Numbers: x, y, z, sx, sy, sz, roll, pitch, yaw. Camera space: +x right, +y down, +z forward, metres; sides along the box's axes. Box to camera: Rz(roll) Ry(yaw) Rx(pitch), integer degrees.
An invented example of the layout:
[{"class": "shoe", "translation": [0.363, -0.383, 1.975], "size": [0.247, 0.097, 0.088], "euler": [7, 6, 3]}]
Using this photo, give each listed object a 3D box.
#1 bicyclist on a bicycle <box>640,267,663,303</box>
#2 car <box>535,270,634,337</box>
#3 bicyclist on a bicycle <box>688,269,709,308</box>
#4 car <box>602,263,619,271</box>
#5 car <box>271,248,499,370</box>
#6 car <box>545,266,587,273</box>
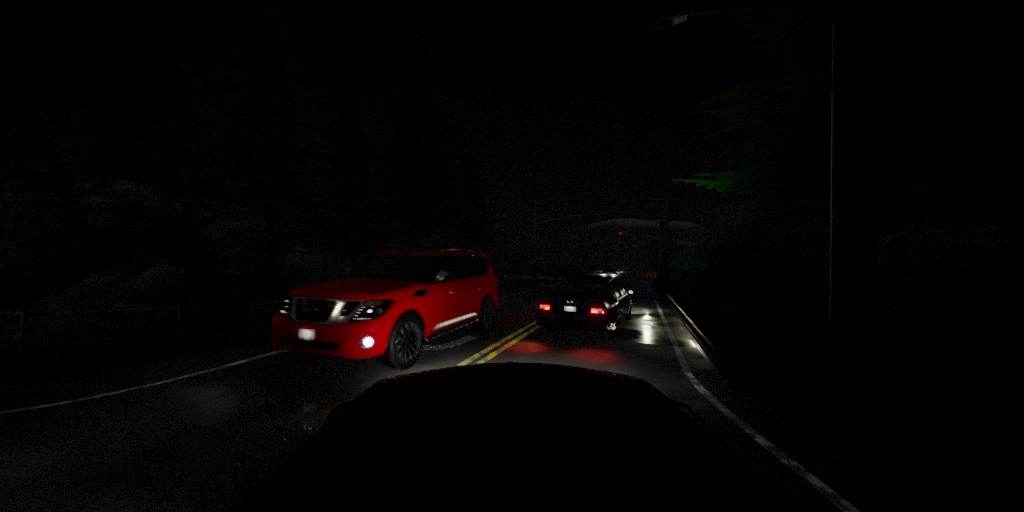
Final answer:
[{"class": "bicyclist on a bicycle", "translation": [6.444, 1.340, 16.493], "size": [1.656, 1.620, 0.582], "euler": [1, -1, -31]}, {"class": "car", "translation": [2.313, 1.276, 10.290], "size": [2.033, 1.411, 5.357], "euler": [1, -1, 24]}, {"class": "bicyclist on a bicycle", "translation": [7.888, 1.353, 15.109], "size": [1.656, 1.620, 0.582], "euler": [1, -1, -34]}, {"class": "car", "translation": [15.825, 2.207, 58.341], "size": [1.895, 1.301, 4.718], "euler": [1, -1, 20]}, {"class": "car", "translation": [-2.077, 0.835, 7.850], "size": [2.150, 2.045, 5.566], "euler": [1, -1, 20]}, {"class": "car", "translation": [6.740, 1.899, 44.469], "size": [5.357, 1.411, 2.033], "euler": [0, -2, -7]}]
